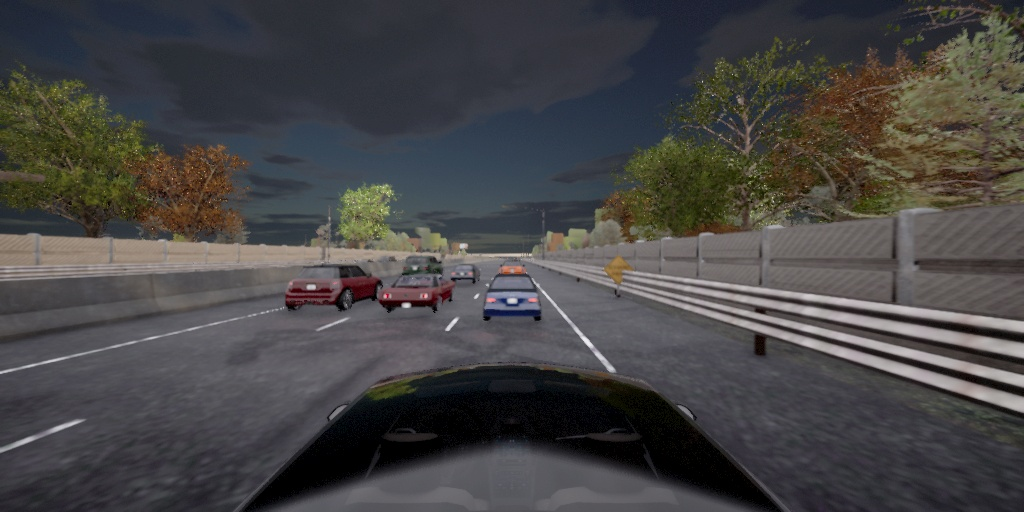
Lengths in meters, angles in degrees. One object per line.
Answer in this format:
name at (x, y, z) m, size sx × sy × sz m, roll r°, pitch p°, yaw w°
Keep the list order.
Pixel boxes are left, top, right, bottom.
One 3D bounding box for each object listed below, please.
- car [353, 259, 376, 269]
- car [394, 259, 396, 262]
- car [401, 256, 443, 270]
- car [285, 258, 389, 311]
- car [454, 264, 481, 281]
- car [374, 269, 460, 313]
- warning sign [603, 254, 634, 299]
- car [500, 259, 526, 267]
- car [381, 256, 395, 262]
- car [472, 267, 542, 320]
car at (-24.527, 1.305, 59.711) m, size 1.837 × 1.490 × 4.892 m, roll 0°, pitch 0°, yaw 1°
car at (-17.535, 1.305, 59.984) m, size 1.837 × 1.490 × 4.892 m, roll 0°, pitch 0°, yaw 1°
car at (-6.968, 0.981, 28.516) m, size 2.150 × 2.045 × 5.566 m, roll 0°, pitch 0°, yaw 1°
car at (-6.953, 1.101, 14.585) m, size 2.097 × 1.767 × 4.553 m, roll 0°, pitch 0°, yaw 1°
car at (-3.478, 1.305, 27.504) m, size 2.033 × 1.411 × 5.357 m, roll 0°, pitch 0°, yaw 0°
car at (-3.461, 1.350, 14.058) m, size 1.895 × 1.301 × 4.718 m, roll 0°, pitch 0°, yaw 1°
warning sign at (4.550, 0.865, 15.338) m, size 1.300 × 1.860 × 1.060 m, roll 0°, pitch 0°, yaw 0°
car at (0.047, 1.110, 29.602) m, size 2.097 × 1.767 × 4.553 m, roll 0°, pitch 0°, yaw 1°
car at (-21.025, 1.022, 59.756) m, size 2.150 × 2.045 × 5.566 m, roll 0°, pitch 0°, yaw 1°
car at (0.022, 1.297, 12.510) m, size 2.033 × 1.411 × 5.357 m, roll 0°, pitch 0°, yaw 0°
